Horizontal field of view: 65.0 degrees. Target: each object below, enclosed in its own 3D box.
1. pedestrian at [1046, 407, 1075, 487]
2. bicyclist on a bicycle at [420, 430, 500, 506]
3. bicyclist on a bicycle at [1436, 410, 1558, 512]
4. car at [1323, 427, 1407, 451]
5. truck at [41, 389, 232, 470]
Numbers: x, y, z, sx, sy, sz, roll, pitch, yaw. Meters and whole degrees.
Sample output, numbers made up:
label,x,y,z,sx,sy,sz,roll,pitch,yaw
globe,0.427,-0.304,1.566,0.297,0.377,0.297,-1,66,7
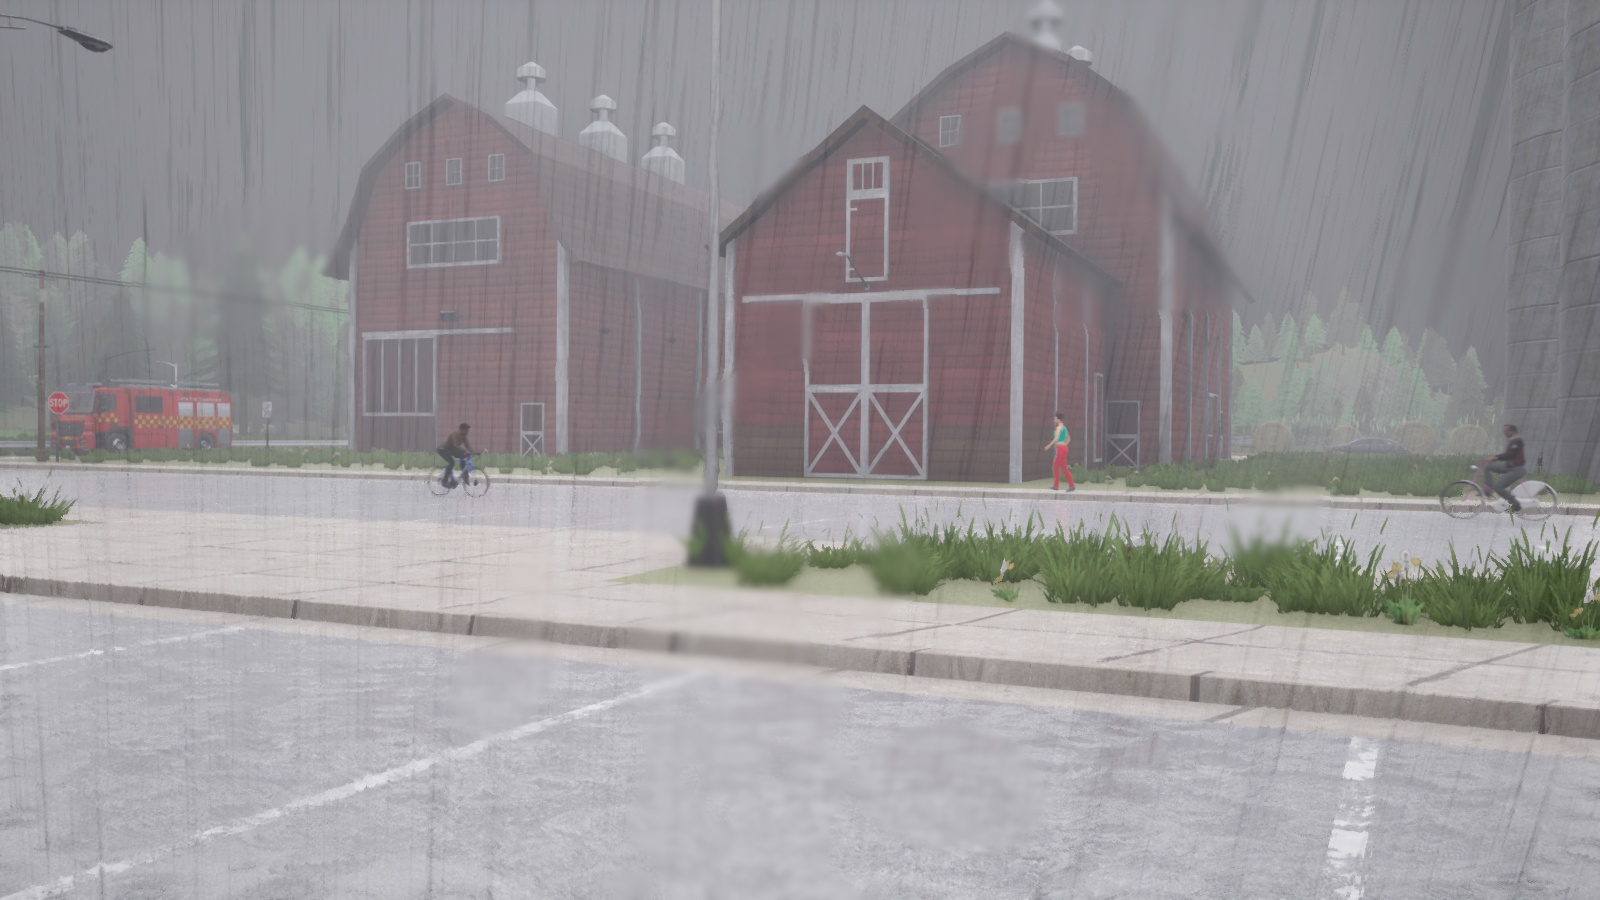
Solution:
label,x,y,z,sx,sy,sz,roll,pitch,yaw
pedestrian,6.071,-0.068,29.272,0.594,1.836,0.345,0,1,28
bicyclist on a bicycle,-7.408,0.372,27.368,1.656,1.620,0.582,0,1,23
bicyclist on a bicycle,12.504,0.183,22.586,1.843,1.776,0.659,0,1,23
car,36.312,-0.716,80.826,4.892,1.490,1.837,0,1,23
truck,-33.354,-1.018,63.596,2.891,3.827,8.468,0,1,24
